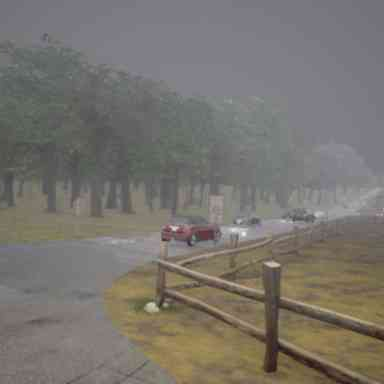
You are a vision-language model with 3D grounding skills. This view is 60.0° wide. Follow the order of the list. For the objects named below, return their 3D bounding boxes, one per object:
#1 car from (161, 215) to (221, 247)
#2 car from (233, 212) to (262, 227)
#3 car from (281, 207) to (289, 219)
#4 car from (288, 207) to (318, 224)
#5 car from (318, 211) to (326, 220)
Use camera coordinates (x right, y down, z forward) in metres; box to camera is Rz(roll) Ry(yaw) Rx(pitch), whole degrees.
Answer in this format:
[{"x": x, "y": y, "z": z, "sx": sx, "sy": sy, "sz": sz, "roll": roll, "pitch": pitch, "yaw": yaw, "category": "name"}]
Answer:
[{"x": 0.069, "y": 2.260, "z": 20.799, "sx": 2.097, "sy": 1.767, "sz": 4.553, "roll": 3, "pitch": -1, "yaw": 31, "category": "car"}, {"x": 6.085, "y": 2.971, "z": 36.369, "sx": 2.128, "sy": 1.511, "sz": 4.902, "roll": 3, "pitch": -1, "yaw": 31, "category": "car"}, {"x": 15.815, "y": 3.392, "z": 52.372, "sx": 2.150, "sy": 2.045, "sz": 5.566, "roll": 3, "pitch": 0, "yaw": 31, "category": "car"}, {"x": 15.629, "y": 3.286, "z": 46.625, "sx": 2.150, "sy": 2.045, "sz": 5.566, "roll": 3, "pitch": 0, "yaw": 31, "category": "car"}, {"x": 21.096, "y": 3.862, "z": 55.846, "sx": 1.812, "sy": 1.442, "sz": 4.674, "roll": 3, "pitch": 0, "yaw": 31, "category": "car"}]
